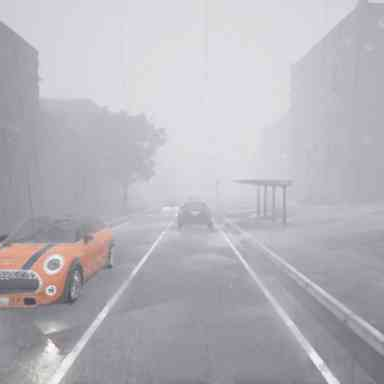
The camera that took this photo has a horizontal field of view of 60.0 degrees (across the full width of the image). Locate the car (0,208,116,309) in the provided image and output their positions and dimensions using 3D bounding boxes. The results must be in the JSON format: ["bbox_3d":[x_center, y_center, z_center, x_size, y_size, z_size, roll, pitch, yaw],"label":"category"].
[{"bbox_3d":[-3.357,1.349,8.120,2.097,1.767,4.553,0,0,1],"label":"car"}]

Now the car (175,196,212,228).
[{"bbox_3d":[0.175,1.357,22.152,2.097,1.767,4.553,0,0,0],"label":"car"}]

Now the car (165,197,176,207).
[{"bbox_3d":[-2.892,1.434,49.105,1.895,1.301,4.718,0,1,1],"label":"car"}]

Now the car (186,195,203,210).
[{"bbox_3d":[0.281,1.258,42.458,2.097,1.767,4.553,0,1,0],"label":"car"}]
